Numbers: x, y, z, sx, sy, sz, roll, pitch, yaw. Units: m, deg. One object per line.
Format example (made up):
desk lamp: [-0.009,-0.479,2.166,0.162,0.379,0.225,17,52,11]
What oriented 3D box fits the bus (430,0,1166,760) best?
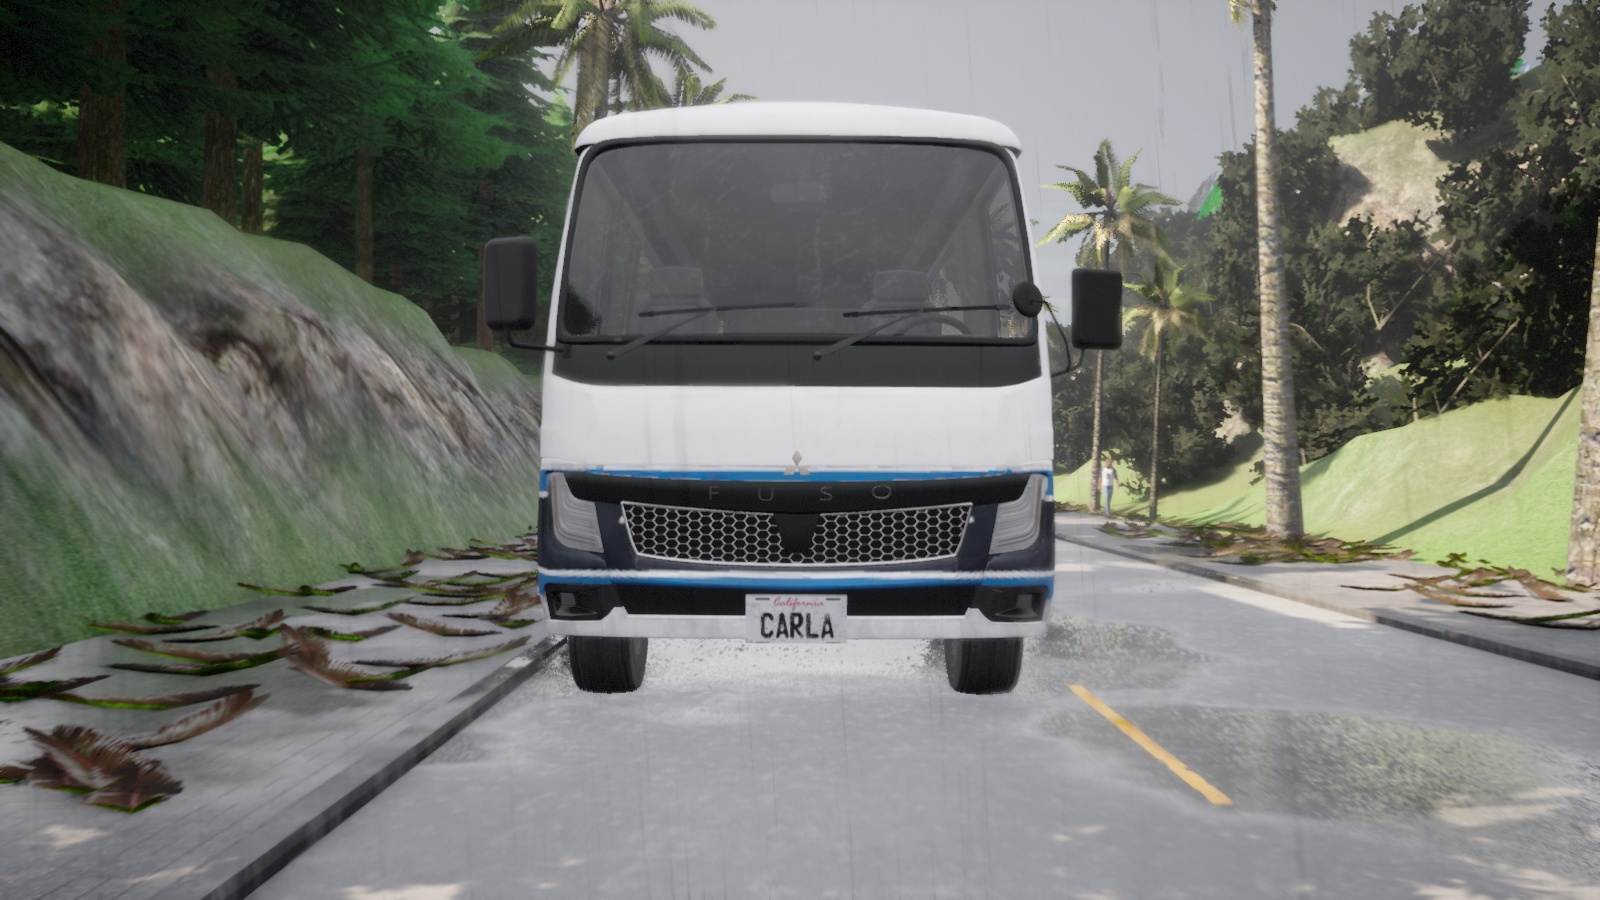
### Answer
bus: [-0.030,-0.362,11.907,3.944,4.253,10.273,0,-1,0]

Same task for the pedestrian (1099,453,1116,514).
pedestrian: [9.365,1.016,38.228,0.354,1.836,0.706,0,-1,1]
